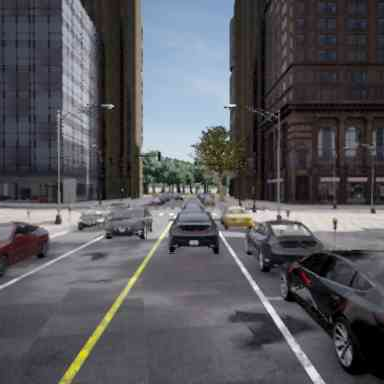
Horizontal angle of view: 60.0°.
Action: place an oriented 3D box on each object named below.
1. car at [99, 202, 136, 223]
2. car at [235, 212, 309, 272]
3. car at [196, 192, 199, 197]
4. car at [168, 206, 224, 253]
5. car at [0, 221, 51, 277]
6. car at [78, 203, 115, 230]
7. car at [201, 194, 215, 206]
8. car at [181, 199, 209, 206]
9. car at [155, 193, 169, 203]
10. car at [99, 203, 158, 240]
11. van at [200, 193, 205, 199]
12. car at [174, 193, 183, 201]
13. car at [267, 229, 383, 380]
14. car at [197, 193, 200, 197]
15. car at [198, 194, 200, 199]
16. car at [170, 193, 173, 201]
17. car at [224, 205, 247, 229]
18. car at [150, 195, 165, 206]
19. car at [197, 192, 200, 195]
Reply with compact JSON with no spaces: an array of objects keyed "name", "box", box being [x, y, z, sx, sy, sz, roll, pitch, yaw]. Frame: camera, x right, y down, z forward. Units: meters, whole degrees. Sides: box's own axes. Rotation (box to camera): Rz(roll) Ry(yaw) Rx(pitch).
[{"name":"car","box":[-5.775,1.555,26.253,1.947,1.339,4.313,-1,0,0]},{"name":"car","box":[2.752,1.551,10.644,2.008,1.369,4.403,-1,0,0]},{"name":"car","box":[2.742,1.389,87.309,2.008,1.369,4.403,-1,0,0]},{"name":"car","box":[0.080,1.501,13.652,1.837,1.490,4.892,0,-1,0]},{"name":"car","box":[-5.773,1.582,10.118,1.802,1.307,4.206,-1,0,0]},{"name":"car","box":[-5.775,1.545,20.874,2.008,1.369,4.403,-1,0,0]},{"name":"car","box":[2.747,1.469,53.403,1.752,1.417,4.829,-1,0,0]},{"name":"car","box":[0.070,1.553,26.393,1.994,1.385,4.181,0,0,0]},{"name":"car","box":[-5.782,1.246,58.903,2.192,1.841,5.009,-1,0,0]},{"name":"car","box":[-3.090,1.504,17.145,1.837,1.490,4.892,0,0,0]},{"name":"van","box":[2.744,1.271,58.913,1.690,1.788,3.998,-1,0,0]},{"name":"car","box":[-3.012,1.469,77.540,1.895,1.301,4.718,0,0,0]},{"name":"car","box":[2.753,1.566,5.442,1.947,1.339,4.313,-1,0,0]},{"name":"car","box":[2.744,1.404,76.121,1.752,1.417,4.829,-1,0,0]},{"name":"car","box":[2.745,1.481,64.593,1.947,1.339,4.313,-1,0,0]},{"name":"car","box":[-5.783,1.213,70.263,2.192,1.841,5.009,-1,0,0]},{"name":"car","box":[2.751,1.520,21.220,1.752,1.417,4.829,-1,0,0]},{"name":"car","box":[-5.778,1.526,53.223,1.802,1.307,4.206,-1,0,0]},{"name":"car","box":[2.743,1.404,81.630,1.887,1.381,4.507,-1,0,0]}]
